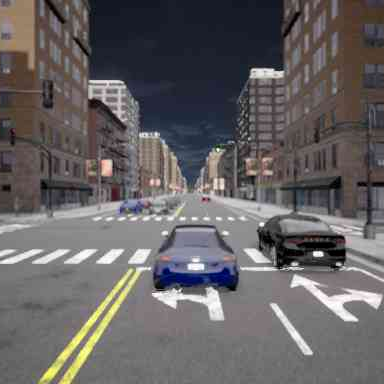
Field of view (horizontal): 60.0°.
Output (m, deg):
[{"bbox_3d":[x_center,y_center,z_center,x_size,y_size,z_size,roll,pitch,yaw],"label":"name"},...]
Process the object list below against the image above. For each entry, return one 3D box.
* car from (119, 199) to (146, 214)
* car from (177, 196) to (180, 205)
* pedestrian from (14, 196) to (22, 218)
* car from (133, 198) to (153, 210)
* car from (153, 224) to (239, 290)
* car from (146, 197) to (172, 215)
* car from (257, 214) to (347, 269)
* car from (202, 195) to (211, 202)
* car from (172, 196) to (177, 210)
[{"bbox_3d":[-6.602,1.508,36.335,1.882,1.535,5.008,0,0,0],"label":"car"},{"bbox_3d":[-3.343,1.545,54.025,1.837,1.490,4.892,0,0,0],"label":"car"},{"bbox_3d":[-14.149,1.193,26.910,0.375,1.860,0.375,0,0,0],"label":"pedestrian"},{"bbox_3d":[-6.607,1.600,45.298,1.994,1.385,4.181,0,0,0],"label":"car"},{"bbox_3d":[0.090,1.573,9.128,1.994,1.385,4.181,0,0,0],"label":"car"},{"bbox_3d":[-3.360,1.555,34.761,1.812,1.442,4.674,0,0,0],"label":"car"},{"bbox_3d":[3.433,1.488,11.281,1.882,1.535,5.008,0,0,2],"label":"car"},{"bbox_3d":[3.232,1.530,76.390,1.882,1.535,5.008,0,0,0],"label":"car"},{"bbox_3d":[-3.357,1.540,44.013,1.837,1.490,4.892,0,0,0],"label":"car"}]
